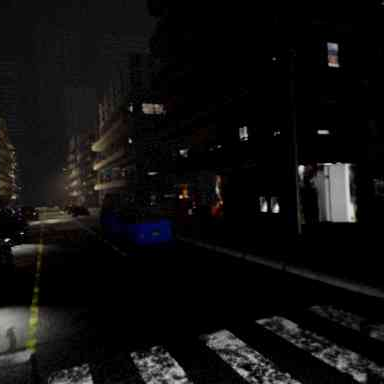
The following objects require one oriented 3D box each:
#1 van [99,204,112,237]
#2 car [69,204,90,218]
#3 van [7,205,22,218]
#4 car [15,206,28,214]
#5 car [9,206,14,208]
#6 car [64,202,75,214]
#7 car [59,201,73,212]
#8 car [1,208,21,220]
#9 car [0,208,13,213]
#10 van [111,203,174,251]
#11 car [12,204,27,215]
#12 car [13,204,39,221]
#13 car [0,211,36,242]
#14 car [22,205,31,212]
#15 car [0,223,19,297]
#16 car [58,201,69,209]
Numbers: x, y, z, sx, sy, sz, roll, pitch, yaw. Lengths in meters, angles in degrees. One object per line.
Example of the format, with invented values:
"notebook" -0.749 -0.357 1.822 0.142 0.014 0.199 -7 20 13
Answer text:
"van" -4.439 1.592 19.817 1.690 1.788 3.998 -5 0 -24
"car" -13.443 2.374 40.324 1.802 1.307 4.206 -5 0 -24
"van" -27.861 3.031 52.361 1.690 1.788 3.998 -4 0 -24
"car" -34.648 3.650 67.725 2.008 1.369 4.403 -4 0 -24
"car" -23.343 2.858 42.109 1.967 1.590 4.097 -4 0 -24
"car" -18.026 2.594 50.732 1.752 1.417 4.829 -5 0 -24
"car" -22.485 2.652 60.827 2.192 1.841 5.009 -5 0 -24
"car" -25.590 3.104 47.236 2.008 1.369 4.403 -4 0 -24
"car" -21.077 2.864 36.984 1.802 1.307 4.206 -4 0 -24
"van" -2.184 1.456 14.690 1.690 1.788 3.998 -5 0 -24
"car" -32.395 3.278 62.604 2.192 1.841 5.009 -4 0 -24
"car" -18.648 2.477 37.946 2.097 1.767 4.553 -4 0 -23
"car" -10.739 2.198 19.842 2.033 1.411 5.357 -4 0 -24
"car" -41.405 4.090 83.106 1.802 1.307 4.206 -4 0 -24
"car" -6.018 1.893 9.145 1.812 1.442 4.674 -4 0 -25
"car" -31.506 3.196 81.332 2.192 1.841 5.009 -5 0 -24
